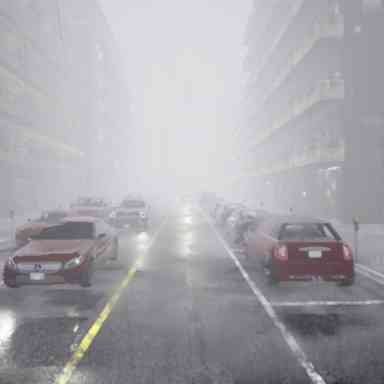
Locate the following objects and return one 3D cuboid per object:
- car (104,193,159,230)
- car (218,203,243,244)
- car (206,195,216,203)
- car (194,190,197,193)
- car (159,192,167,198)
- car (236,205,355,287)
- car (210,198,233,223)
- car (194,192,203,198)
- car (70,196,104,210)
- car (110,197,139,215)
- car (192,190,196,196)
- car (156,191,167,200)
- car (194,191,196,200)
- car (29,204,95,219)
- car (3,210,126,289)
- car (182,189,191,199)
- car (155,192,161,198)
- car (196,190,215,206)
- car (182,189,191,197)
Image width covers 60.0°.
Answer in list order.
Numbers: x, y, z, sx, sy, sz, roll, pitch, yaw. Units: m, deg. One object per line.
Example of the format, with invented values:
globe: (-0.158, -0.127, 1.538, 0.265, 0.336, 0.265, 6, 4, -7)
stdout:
car: (-3.387, 1.172, 19.522, 2.097, 1.767, 4.553, -1, 1, 0)
car: (2.477, 1.368, 14.535, 2.008, 1.369, 4.403, 0, 1, -1)
car: (2.289, 1.222, 25.838, 1.752, 1.417, 4.829, 0, 1, -1)
car: (1.731, 0.895, 59.069, 1.887, 1.381, 4.507, 0, 1, -1)
car: (-7.021, 0.787, 81.231, 1.802, 1.307, 4.206, 0, 1, -1)
car: (2.571, 1.317, 8.967, 1.967, 1.590, 4.097, 0, 1, -1)
car: (2.385, 1.308, 20.102, 2.008, 1.369, 4.403, 0, 1, -1)
car: (1.451, 0.744, 75.770, 1.947, 1.339, 4.313, 0, 1, -1)
car: (-5.994, 1.156, 19.993, 2.192, 1.841, 5.009, 0, 1, -1)
car: (-6.179, 1.251, 30.959, 1.752, 1.417, 4.829, 0, 1, -1)
car: (1.638, 0.607, 64.633, 2.192, 1.841, 5.009, 0, 1, -1)
car: (-6.834, 0.634, 70.094, 2.192, 1.841, 5.009, 0, 1, -1)
car: (1.825, 0.958, 53.503, 2.008, 1.369, 4.403, 0, 1, -1)
car: (-5.902, 1.445, 14.429, 1.887, 1.381, 4.507, 0, 1, -1)
car: (-3.232, 1.457, 9.174, 1.812, 1.442, 4.674, -1, 1, -1)
car: (-1.226, 0.738, 74.394, 2.128, 1.511, 4.902, -1, 1, -1)
car: (-6.555, 1.057, 53.397, 1.947, 1.339, 4.313, 0, 1, -1)
car: (2.012, 0.838, 42.366, 2.192, 1.841, 5.009, 0, 1, -1)
car: (-1.399, 0.231, 84.510, 2.150, 2.045, 5.566, -1, 1, -1)
